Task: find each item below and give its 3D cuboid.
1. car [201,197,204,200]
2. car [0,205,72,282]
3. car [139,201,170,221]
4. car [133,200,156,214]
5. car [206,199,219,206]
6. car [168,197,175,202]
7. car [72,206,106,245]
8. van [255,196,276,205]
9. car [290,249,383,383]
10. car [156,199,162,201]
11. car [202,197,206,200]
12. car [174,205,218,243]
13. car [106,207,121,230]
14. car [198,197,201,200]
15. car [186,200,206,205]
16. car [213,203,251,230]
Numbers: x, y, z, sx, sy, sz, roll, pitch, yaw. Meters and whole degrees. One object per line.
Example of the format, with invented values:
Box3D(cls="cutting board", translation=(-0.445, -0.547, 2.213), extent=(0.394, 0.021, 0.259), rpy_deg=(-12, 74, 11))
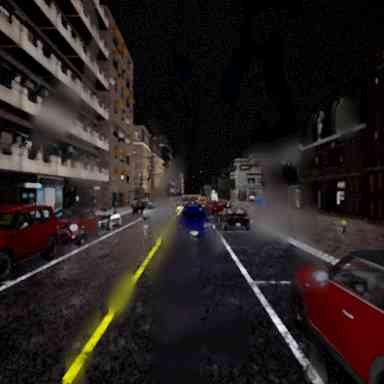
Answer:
Box3D(cls="car", translation=(2.663, 1.774, 50.075), extent=(1.752, 1.417, 4.829), rpy_deg=(0, 0, 0))
Box3D(cls="car", translation=(-5.700, 1.360, 10.030), extent=(2.192, 1.841, 5.009), rpy_deg=(0, 0, 0))
Box3D(cls="car", translation=(-3.112, 1.736, 28.984), extent=(1.895, 1.301, 4.718), rpy_deg=(0, 0, 0))
Box3D(cls="car", translation=(-5.712, 1.751, 38.513), extent=(1.947, 1.339, 4.313), rpy_deg=(0, 0, 0))
Box3D(cls="car", translation=(2.671, 1.699, 32.814), extent=(1.887, 1.381, 4.507), rpy_deg=(0, 0, 0))
Box3D(cls="car", translation=(-5.737, 2.067, 93.754), extent=(2.008, 1.369, 4.403), rpy_deg=(0, 0, 0))
Box3D(cls="car", translation=(-5.702, 1.511, 15.727), extent=(1.967, 1.590, 4.097), rpy_deg=(0, 0, 0))
Box3D(cls="van", translation=(14.629, 1.750, 66.374), extent=(3.998, 1.788, 1.690), rpy_deg=(0, 0, 0))
Box3D(cls="car", translation=(2.683, 1.459, 4.333), extent=(1.967, 1.590, 4.097), rpy_deg=(0, 0, 0))
Box3D(cls="car", translation=(-5.720, 1.805, 55.432), extent=(1.752, 1.417, 4.829), rpy_deg=(0, 0, 0))
Box3D(cls="car", translation=(2.666, 1.760, 44.208), extent=(1.887, 1.381, 4.507), rpy_deg=(0, 0, 0))
Box3D(cls="car", translation=(0.091, 1.600, 16.509), extent=(1.812, 1.442, 4.674), rpy_deg=(0, 0, 0))
Box3D(cls="car", translation=(-5.704, 1.649, 21.423), extent=(2.008, 1.369, 4.403), rpy_deg=(0, 0, 0))
Box3D(cls="car", translation=(2.645, 1.918, 88.073), extent=(1.967, 1.590, 4.097), rpy_deg=(0, 0, 0))
Box3D(cls="car", translation=(0.084, 1.714, 32.076), extent=(1.994, 1.385, 4.181), rpy_deg=(0, 0, 0))
Box3D(cls="car", translation=(2.677, 1.648, 21.422), extent=(2.008, 1.369, 4.403), rpy_deg=(0, 0, 0))
